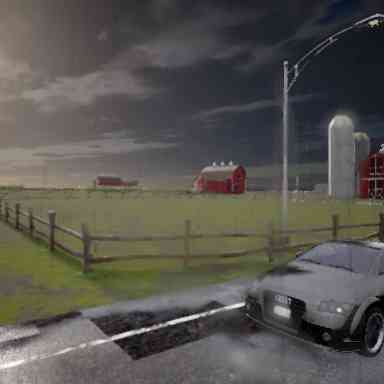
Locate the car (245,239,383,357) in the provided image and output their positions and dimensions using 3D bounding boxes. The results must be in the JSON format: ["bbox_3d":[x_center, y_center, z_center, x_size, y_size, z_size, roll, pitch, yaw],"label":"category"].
[{"bbox_3d":[2.963,1.605,6.104,4.181,1.385,1.994,0,0,-35],"label":"car"}]
